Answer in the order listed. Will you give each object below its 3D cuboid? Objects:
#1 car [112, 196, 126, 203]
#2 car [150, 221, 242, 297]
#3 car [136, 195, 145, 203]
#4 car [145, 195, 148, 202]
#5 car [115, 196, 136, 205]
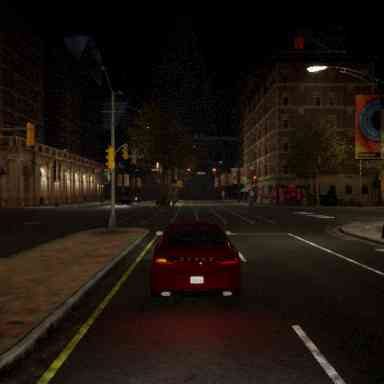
[{"bbox_3d":[-14.979,1.594,68.835,1.895,1.301,4.718,0,0,0],"label":"car"},{"bbox_3d":[0.054,1.478,8.634,1.882,1.535,5.008,0,0,-1],"label":"car"},{"bbox_3d":[-11.730,1.540,68.781,2.033,1.411,5.357,0,0,0],"label":"car"},{"bbox_3d":[-11.765,1.477,79.260,1.882,1.535,5.008,0,0,0],"label":"car"},{"bbox_3d":[-11.753,1.601,58.707,1.895,1.301,4.718,0,0,0],"label":"car"}]
